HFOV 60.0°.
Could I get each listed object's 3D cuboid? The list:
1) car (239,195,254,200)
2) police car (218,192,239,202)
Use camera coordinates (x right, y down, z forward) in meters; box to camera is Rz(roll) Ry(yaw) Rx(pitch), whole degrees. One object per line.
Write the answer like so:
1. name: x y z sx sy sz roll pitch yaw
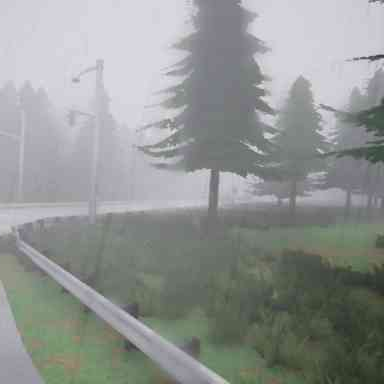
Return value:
1. car: 9.650 0.963 59.732 2.033 1.411 5.357 4 2 28
2. police car: 4.856 0.798 50.845 1.930 1.638 5.238 4 2 29
